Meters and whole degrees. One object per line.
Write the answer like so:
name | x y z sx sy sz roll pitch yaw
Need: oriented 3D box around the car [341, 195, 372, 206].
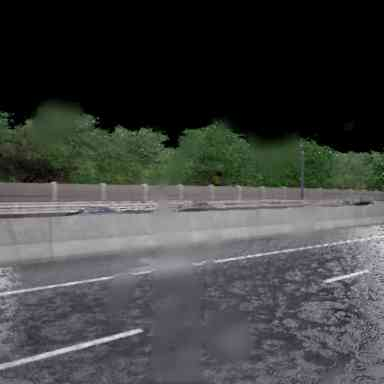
car | 23.131 1.476 46.235 5.566 2.045 2.150 1 0 -35

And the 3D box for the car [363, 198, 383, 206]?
car | 25.043 1.803 43.300 5.357 1.411 2.033 1 0 -35

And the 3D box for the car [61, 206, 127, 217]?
car | -6.183 1.595 21.062 4.181 1.385 1.994 0 0 -35

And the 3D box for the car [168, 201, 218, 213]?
car | 0.133 1.582 29.784 4.892 1.490 1.837 1 -1 -35
